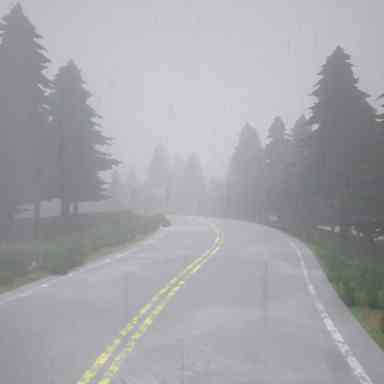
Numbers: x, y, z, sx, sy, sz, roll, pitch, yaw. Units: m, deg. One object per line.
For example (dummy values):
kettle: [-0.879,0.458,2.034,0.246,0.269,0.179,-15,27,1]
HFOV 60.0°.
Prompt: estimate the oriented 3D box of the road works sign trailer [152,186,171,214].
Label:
road works sign trailer: [-4.352,1.119,42.352,2.880,3.560,2.380,-4,-7,42]
